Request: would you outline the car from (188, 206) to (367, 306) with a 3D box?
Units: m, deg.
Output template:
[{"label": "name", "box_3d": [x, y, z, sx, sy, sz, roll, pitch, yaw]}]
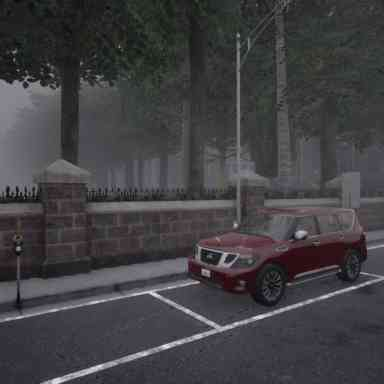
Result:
[{"label": "car", "box_3d": [2.326, 1.314, 8.194, 5.009, 1.841, 2.192, 0, 0, -36]}]
